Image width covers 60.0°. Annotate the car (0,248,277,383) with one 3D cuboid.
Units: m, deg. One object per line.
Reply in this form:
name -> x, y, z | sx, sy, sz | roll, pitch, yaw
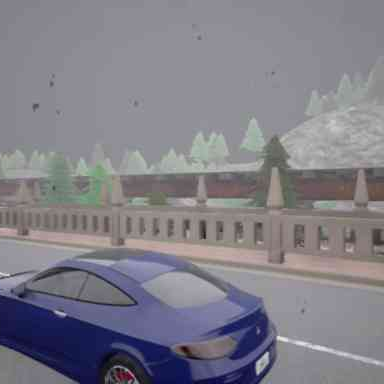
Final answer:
car -> -1.210, 1.527, 4.585 | 4.674, 1.442, 1.812 | 0, 0, 34
